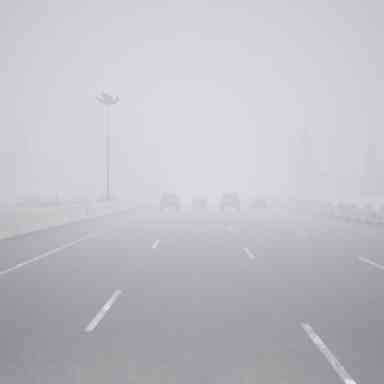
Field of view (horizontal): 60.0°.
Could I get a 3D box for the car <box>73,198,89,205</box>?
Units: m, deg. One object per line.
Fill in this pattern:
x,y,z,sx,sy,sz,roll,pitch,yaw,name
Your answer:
-16.498,1.560,50.259,2.033,1.411,5.357,0,0,2,car

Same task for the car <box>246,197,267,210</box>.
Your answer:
7.944,1.456,41.126,1.837,1.490,4.892,0,-1,1,car

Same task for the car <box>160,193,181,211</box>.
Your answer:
-2.592,1.157,39.913,2.150,2.045,5.566,0,-1,1,car

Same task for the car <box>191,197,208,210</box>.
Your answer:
0.961,1.461,42.089,1.837,1.490,4.892,0,-1,1,car

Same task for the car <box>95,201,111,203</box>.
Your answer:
-12.990,1.241,50.457,2.150,2.045,5.566,0,-1,2,car

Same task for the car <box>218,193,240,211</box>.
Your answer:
4.412,1.155,39.588,2.150,2.045,5.566,0,-2,1,car
